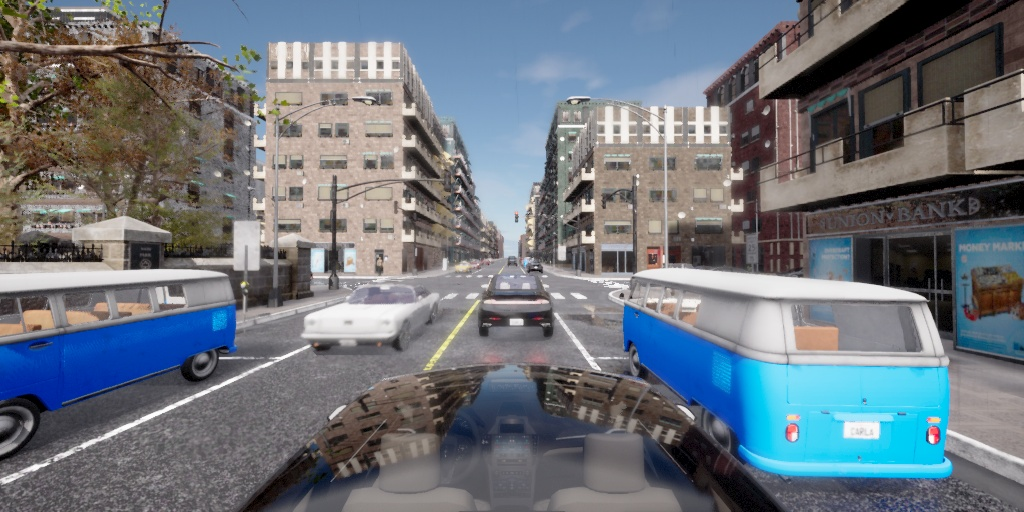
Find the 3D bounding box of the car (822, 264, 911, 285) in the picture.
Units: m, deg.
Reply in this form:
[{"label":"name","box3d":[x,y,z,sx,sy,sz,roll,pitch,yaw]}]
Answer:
[{"label":"car","box3d":[27.514,1.428,27.953,5.008,1.535,1.882,0,-1,1]}]

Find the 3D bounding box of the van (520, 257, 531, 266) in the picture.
[{"label":"van","box3d":[2.703,1.112,59.459,1.690,1.789,3.998,0,0,0]}]

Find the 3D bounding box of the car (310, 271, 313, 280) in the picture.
[{"label":"car","box3d":[-16.583,0.999,25.286,4.553,1.767,2.097,0,-1,1]}]

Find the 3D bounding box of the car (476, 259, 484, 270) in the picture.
[{"label":"car","box3d":[-5.680,1.208,53.819,1.967,1.591,4.097,0,0,0]}]

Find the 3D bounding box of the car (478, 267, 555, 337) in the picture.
[{"label":"car","box3d":[0.102,1.244,10.315,2.128,1.511,4.902,0,0,0]}]

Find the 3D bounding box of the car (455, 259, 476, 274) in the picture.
[{"label":"car","box3d":[-5.681,1.289,42.363,1.751,1.417,4.829,0,0,0]}]

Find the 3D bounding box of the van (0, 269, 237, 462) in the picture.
[{"label":"van","box3d":[-5.655,1.092,4.589,1.690,1.789,3.998,0,0,0]}]

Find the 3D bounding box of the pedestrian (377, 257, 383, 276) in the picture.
[{"label":"pedestrian","box3d":[-12.533,0.967,33.977,0.375,1.860,0.375,0,-1,1]}]

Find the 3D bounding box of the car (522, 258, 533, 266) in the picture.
[{"label":"car","box3d":[2.700,1.317,48.174,2.007,1.370,4.403,0,0,0]}]

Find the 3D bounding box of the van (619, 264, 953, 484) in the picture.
[{"label":"van","box3d":[2.659,1.092,4.585,1.690,1.789,3.998,0,0,0]}]

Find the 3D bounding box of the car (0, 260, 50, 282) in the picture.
[{"label":"car","box3d":[-36.507,1.044,25.532,4.892,1.490,1.837,0,-1,1]}]

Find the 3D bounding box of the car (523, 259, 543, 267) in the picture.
[{"label":"car","box3d":[2.699,1.330,42.532,1.948,1.339,4.313,0,0,0]}]

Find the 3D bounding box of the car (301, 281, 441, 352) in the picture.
[{"label":"car","box3d":[-3.153,1.353,9.055,1.895,1.301,4.718,0,0,-1]}]

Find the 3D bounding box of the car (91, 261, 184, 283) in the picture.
[{"label":"car","box3d":[-26.409,1.119,25.403,4.674,1.442,1.812,0,-1,1]}]

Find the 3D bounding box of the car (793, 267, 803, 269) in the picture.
[{"label":"car","box3d":[24.918,1.547,30.561,4.313,1.339,1.948,0,0,1]}]
